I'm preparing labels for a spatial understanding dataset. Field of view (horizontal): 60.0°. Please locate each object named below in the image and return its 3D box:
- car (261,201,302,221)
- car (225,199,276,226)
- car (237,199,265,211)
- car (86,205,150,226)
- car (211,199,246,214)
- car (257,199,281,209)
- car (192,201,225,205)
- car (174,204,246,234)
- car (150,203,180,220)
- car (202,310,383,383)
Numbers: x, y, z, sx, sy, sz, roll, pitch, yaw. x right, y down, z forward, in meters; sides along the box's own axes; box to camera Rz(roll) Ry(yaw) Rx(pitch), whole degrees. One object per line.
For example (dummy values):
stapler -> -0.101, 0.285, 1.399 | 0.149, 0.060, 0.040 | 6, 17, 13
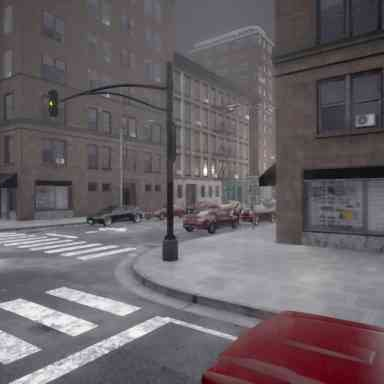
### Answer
car -> 7.664, 1.494, 28.026 | 1.752, 1.417, 4.829 | 0, 0, 36
car -> 4.349, 1.411, 23.402 | 1.967, 1.590, 4.097 | 0, 0, 36
car -> 7.469, 1.599, 41.531 | 1.802, 1.307, 4.206 | 0, 0, 36
car -> -5.389, 1.589, 23.589 | 1.947, 1.339, 4.313 | 0, 0, 36
car -> 4.155, 1.543, 36.907 | 1.752, 1.417, 4.829 | 0, 0, 36
car -> 10.683, 1.600, 46.016 | 1.802, 1.307, 4.206 | 0, 0, 36
car -> 1.040, 1.564, 32.560 | 1.887, 1.381, 4.507 | 0, 0, 36
car -> 1.135, 1.555, 18.916 | 1.802, 1.307, 4.206 | 0, 0, 36
car -> -2.174, 1.603, 28.075 | 1.802, 1.307, 4.206 | 0, 0, 36
car -> 2.320, 1.601, 2.034 | 4.718, 1.301, 1.895 | 0, 0, 36
